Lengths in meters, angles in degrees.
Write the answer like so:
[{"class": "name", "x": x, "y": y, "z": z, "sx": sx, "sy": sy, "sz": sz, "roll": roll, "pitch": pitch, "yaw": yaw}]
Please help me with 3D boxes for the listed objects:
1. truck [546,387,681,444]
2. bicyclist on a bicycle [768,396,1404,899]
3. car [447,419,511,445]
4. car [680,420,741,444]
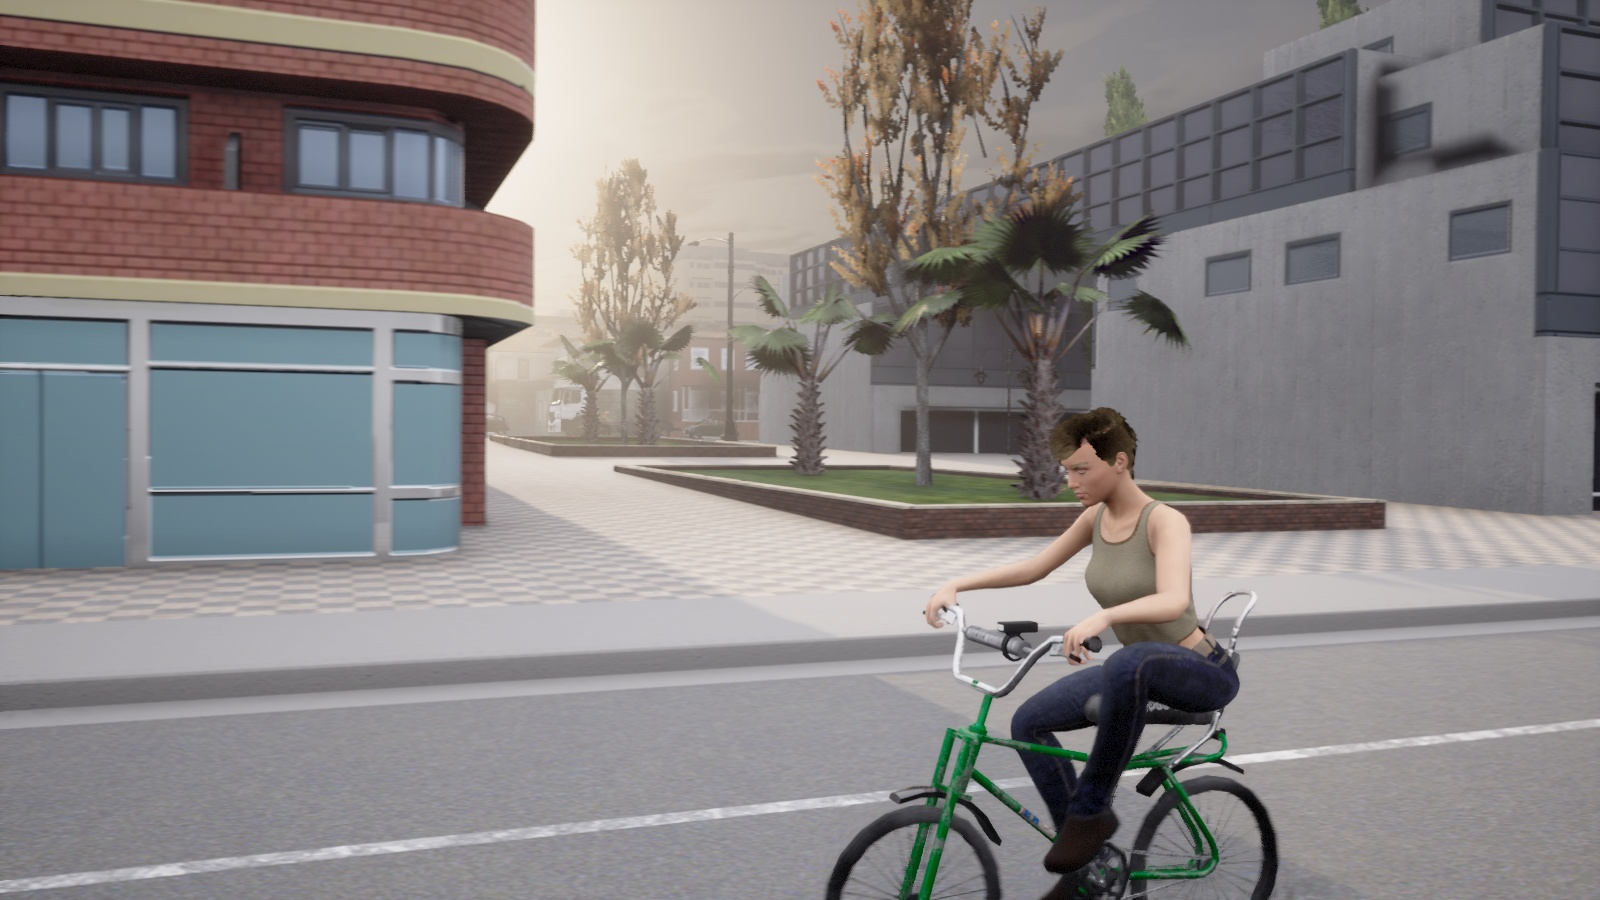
[{"class": "truck", "x": -11.666, "y": -2.134, "z": 78.729, "sx": 7.936, "sy": 3.462, "sz": 2.891, "roll": 0, "pitch": 1, "yaw": -21}, {"class": "bicyclist on a bicycle", "x": 0.776, "y": 0.669, "z": 3.539, "sx": 1.509, "sy": 1.612, "sz": 0.866, "roll": -1, "pitch": 1, "yaw": -21}, {"class": "car", "x": -20.267, "y": -1.124, "z": 79.249, "sx": 3.705, "sy": 1.549, "sz": 1.789, "roll": -1, "pitch": 1, "yaw": -21}, {"class": "car", "x": -6.053, "y": -1.215, "z": 84.589, "sx": 3.705, "sy": 1.549, "sz": 1.789, "roll": 0, "pitch": 1, "yaw": -21}]
